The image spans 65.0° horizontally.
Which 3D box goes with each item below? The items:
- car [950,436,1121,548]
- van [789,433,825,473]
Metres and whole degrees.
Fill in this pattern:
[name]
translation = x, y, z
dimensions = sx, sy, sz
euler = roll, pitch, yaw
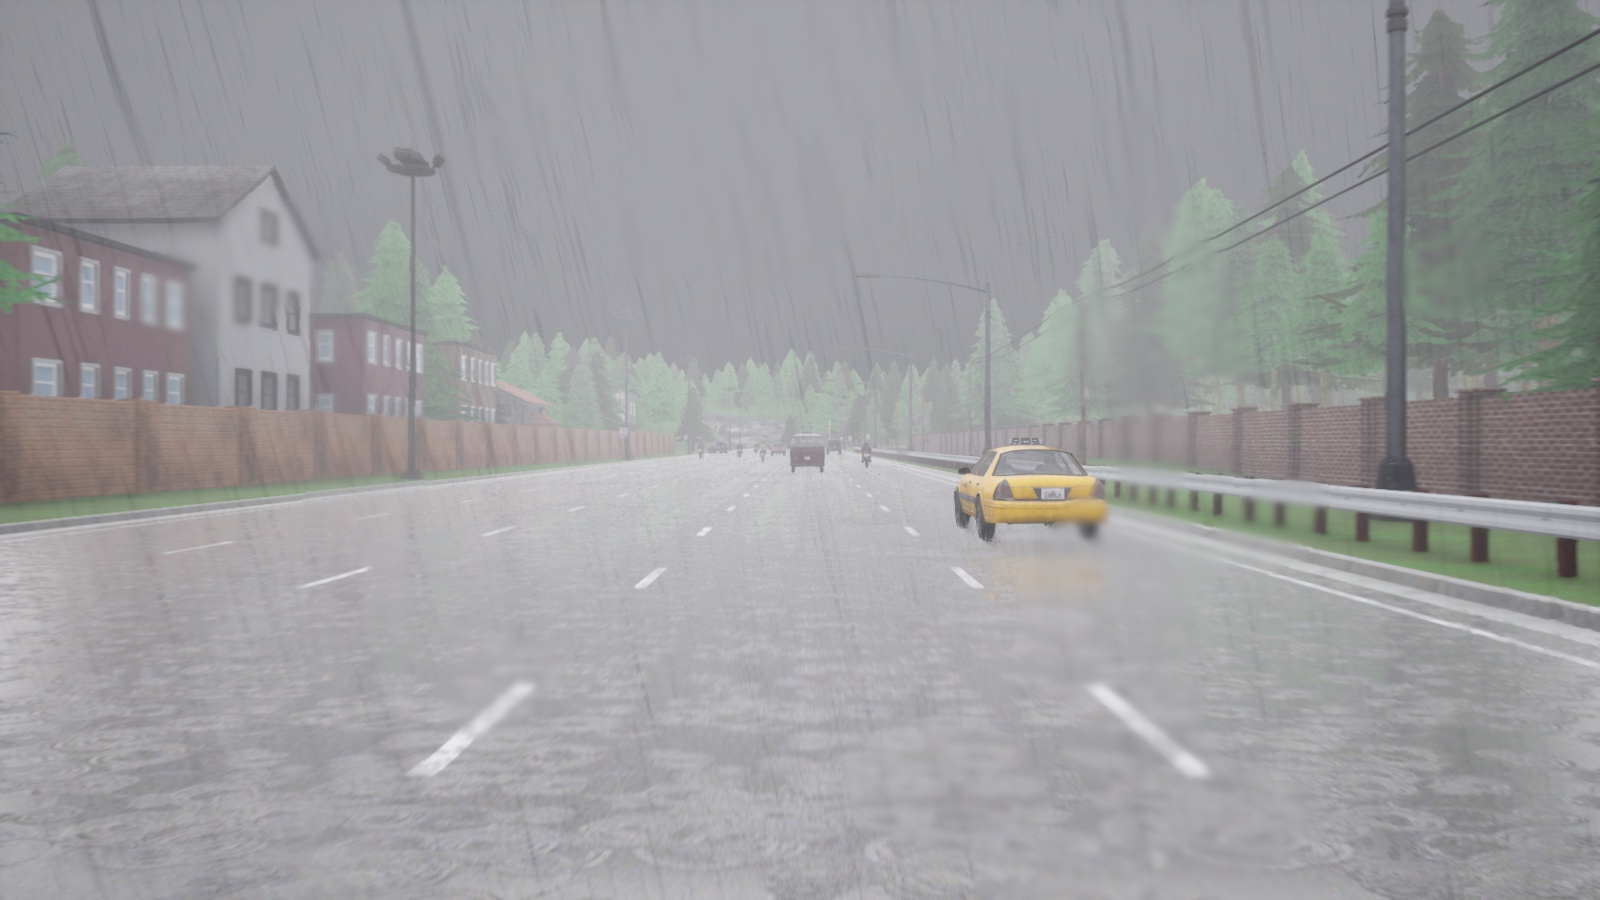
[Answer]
[car]
translation = 3.631, 0.574, 20.358
dimensions = 1.801, 1.575, 5.366
euler = 0, 0, 0
[van]
translation = 0.381, 0.139, 64.361
dimensions = 1.775, 1.987, 4.442
euler = 0, 0, 0
